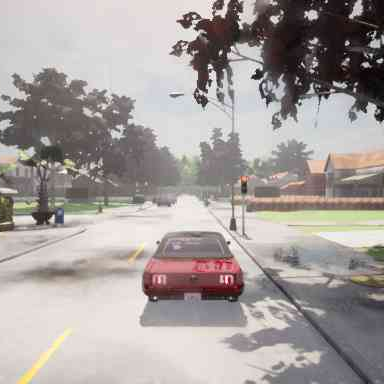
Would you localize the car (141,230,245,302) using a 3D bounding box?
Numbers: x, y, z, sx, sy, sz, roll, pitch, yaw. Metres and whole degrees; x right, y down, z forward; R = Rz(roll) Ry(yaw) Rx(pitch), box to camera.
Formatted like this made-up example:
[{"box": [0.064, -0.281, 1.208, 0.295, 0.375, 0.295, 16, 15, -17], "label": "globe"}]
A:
[{"box": [0.037, 1.601, 8.202, 1.895, 1.301, 4.718, 0, 0, 0], "label": "car"}]

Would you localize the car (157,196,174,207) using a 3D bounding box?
[{"box": [-4.187, 1.601, 50.826, 1.895, 1.301, 4.718, 0, 0, 0], "label": "car"}]

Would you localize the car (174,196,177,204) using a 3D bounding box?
[{"box": [-4.175, 1.564, 60.817, 1.994, 1.385, 4.181, 0, 0, 0], "label": "car"}]

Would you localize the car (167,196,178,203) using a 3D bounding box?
[{"box": [-4.127, 1.540, 71.179, 2.033, 1.411, 5.357, 0, 0, 0], "label": "car"}]
